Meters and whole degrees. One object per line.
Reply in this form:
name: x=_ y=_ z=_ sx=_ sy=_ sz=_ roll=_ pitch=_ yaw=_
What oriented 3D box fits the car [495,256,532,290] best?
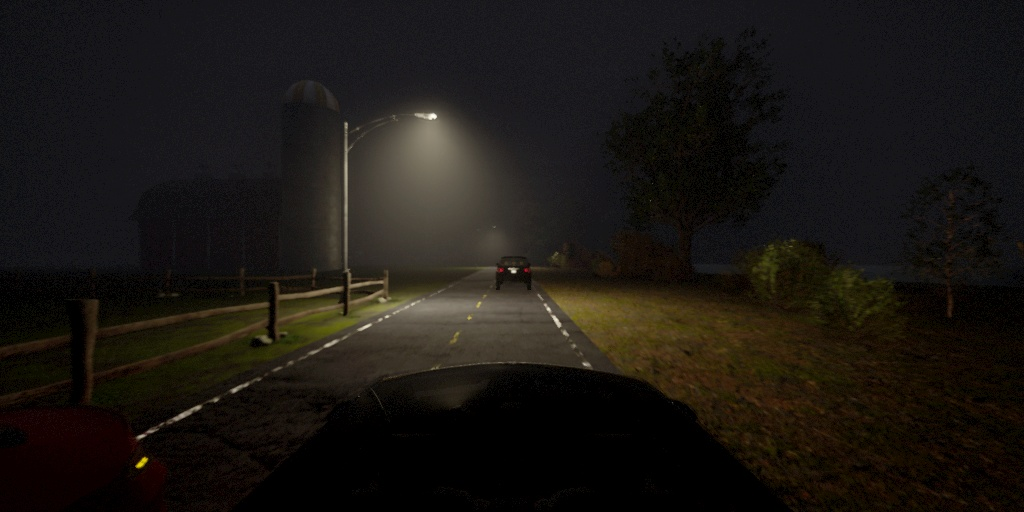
car: x=0.101 y=1.004 z=23.197 sx=2.150 sy=2.045 sz=5.566 roll=0 pitch=0 yaw=0
